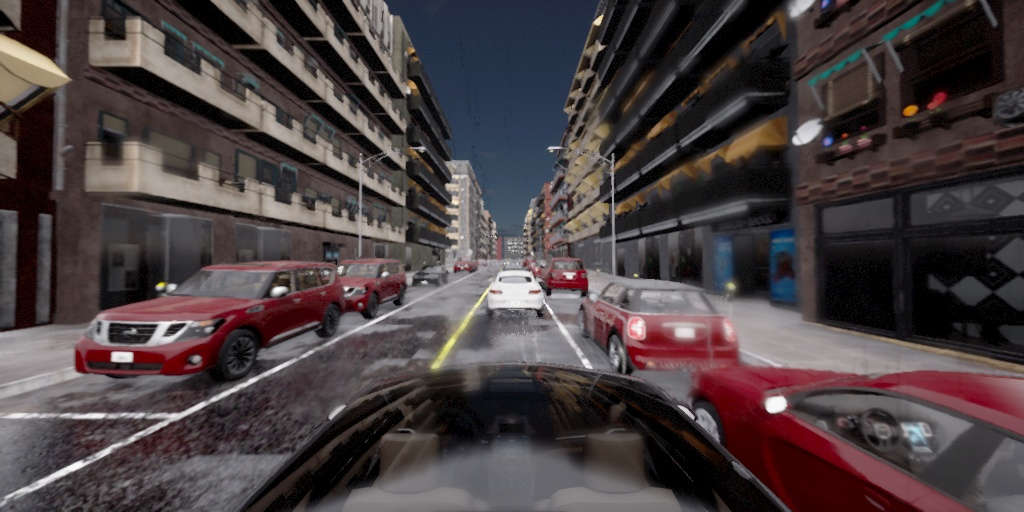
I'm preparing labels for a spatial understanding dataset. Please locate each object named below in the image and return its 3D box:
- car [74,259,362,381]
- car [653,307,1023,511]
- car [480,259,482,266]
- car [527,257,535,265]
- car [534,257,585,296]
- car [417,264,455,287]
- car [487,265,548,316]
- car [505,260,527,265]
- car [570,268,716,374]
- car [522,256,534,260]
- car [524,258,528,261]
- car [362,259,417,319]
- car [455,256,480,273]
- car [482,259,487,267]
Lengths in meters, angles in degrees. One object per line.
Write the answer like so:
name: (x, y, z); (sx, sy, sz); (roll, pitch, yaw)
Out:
car: (-5.313, 1.045, 7.391); (2.192, 1.841, 5.009); (0, 0, 0)
car: (2.567, 1.295, 1.795); (1.888, 1.381, 4.507); (0, 0, 0)
car: (-5.297, 1.185, 46.103); (1.888, 1.381, 4.507); (0, 0, 0)
car: (2.544, 1.108, 29.451); (1.967, 1.591, 4.097); (0, 0, 0)
car: (2.540, 1.010, 18.388); (2.192, 1.841, 5.009); (0, 0, 0)
car: (-5.306, 1.246, 23.983); (1.948, 1.339, 4.313); (0, 0, 0)
car: (0.106, 1.238, 13.077); (1.812, 1.442, 4.674); (0, 0, 0)
car: (0.115, 1.265, 30.888); (1.895, 1.301, 4.718); (0, 0, 0)
car: (2.577, 1.171, 7.327); (1.967, 1.591, 4.097); (0, 0, 0)
car: (2.553, 0.950, 51.575); (2.192, 1.841, 5.009); (0, 0, 0)
car: (2.549, 1.229, 40.513); (1.802, 1.307, 4.207); (0, 0, 0)
car: (-5.311, 1.027, 12.921); (2.192, 1.841, 5.009); (0, 0, 0)
car: (-5.299, 0.962, 40.571); (2.192, 1.841, 5.009); (0, 0, 0)
car: (-5.290, 1.212, 62.696); (1.802, 1.307, 4.207); (0, 0, 0)
